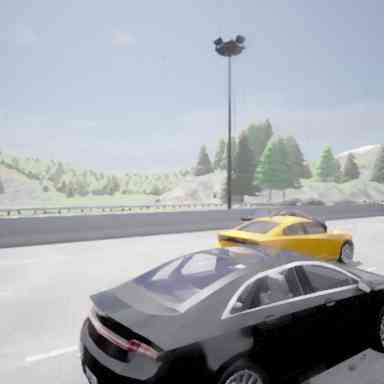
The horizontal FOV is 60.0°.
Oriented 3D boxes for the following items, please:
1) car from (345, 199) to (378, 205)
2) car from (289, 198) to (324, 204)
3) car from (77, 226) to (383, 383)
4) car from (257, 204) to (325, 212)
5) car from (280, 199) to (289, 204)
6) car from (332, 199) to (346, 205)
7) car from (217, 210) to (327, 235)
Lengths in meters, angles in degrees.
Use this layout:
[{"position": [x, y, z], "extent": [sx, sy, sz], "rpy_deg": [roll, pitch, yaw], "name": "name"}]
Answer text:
[{"position": [21.216, 1.671, 40.608], "extent": [4.718, 1.301, 1.895], "rpy_deg": [0, 0, -35], "name": "car"}, {"position": [16.133, 1.559, 45.586], "extent": [4.902, 1.511, 2.128], "rpy_deg": [0, 0, -35], "name": "car"}, {"position": [1.038, 1.497, 4.490], "extent": [4.902, 1.511, 2.128], "rpy_deg": [0, 0, -35], "name": "car"}, {"position": [4.275, 1.513, 15.397], "extent": [4.902, 1.511, 2.128], "rpy_deg": [0, 0, -36], "name": "car"}, {"position": [14.969, 1.595, 49.040], "extent": [4.674, 1.442, 1.812], "rpy_deg": [0, 0, -35], "name": "car"}, {"position": [20.390, 1.637, 44.299], "extent": [4.181, 1.385, 1.994], "rpy_deg": [0, 0, -35], "name": "car"}, {"position": [2.977, 1.492, 10.171], "extent": [5.008, 1.535, 1.882], "rpy_deg": [0, 0, -36], "name": "car"}]
